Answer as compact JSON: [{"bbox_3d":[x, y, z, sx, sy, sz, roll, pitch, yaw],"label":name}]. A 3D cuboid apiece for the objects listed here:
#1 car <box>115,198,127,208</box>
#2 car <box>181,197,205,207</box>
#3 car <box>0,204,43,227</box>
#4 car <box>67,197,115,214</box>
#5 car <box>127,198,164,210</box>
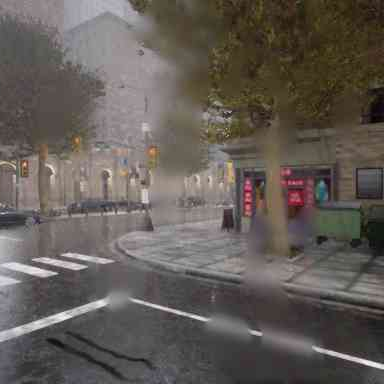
[{"bbox_3d":[-10.121,1.595,47.893,1.895,1.301,4.718,0,0,36],"label":"car"},{"bbox_3d":[0.183,1.505,50.778,1.837,1.490,4.892,0,0,36],"label":"car"},{"bbox_3d":[-12.007,1.505,20.893,4.892,1.490,1.837,0,1,-38],"label":"car"},{"bbox_3d":[-10.931,1.352,35.423,2.097,1.767,4.553,0,0,36],"label":"car"},{"bbox_3d":[-5.639,1.505,42.739,1.837,1.490,4.892,0,0,36],"label":"car"}]
